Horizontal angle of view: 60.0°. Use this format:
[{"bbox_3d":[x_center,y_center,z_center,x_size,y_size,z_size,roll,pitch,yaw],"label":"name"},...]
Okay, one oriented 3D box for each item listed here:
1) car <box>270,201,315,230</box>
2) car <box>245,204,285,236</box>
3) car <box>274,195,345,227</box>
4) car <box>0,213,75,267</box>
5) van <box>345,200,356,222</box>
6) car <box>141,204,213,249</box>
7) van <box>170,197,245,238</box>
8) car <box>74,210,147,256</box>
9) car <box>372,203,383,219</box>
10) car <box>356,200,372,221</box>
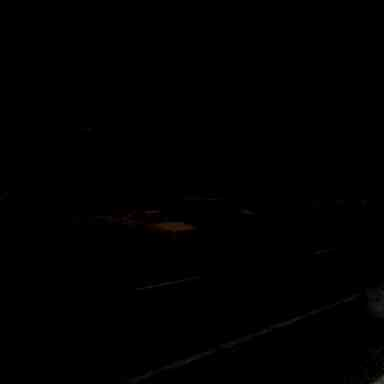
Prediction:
[{"bbox_3d":[4.543,1.498,20.229,2.163,1.488,4.792,0,0,-39],"label":"car"},{"bbox_3d":[2.498,1.518,18.598,2.002,1.452,4.674,0,0,-38],"label":"car"},{"bbox_3d":[6.599,1.206,22.020,2.435,2.045,5.566,0,0,-40],"label":"car"},{"bbox_3d":[-6.112,1.528,11.903,2.163,1.488,4.792,0,0,-36],"label":"car"},{"bbox_3d":[8.791,1.214,23.680,1.878,1.987,4.442,0,0,-40],"label":"van"},{"bbox_3d":[-1.664,1.489,15.077,1.946,1.575,5.366,0,0,-37],"label":"car"},{"bbox_3d":[0.302,1.261,16.999,1.878,1.987,4.442,0,0,-38],"label":"van"},{"bbox_3d":[-3.945,1.537,13.567,2.002,1.452,4.674,0,0,-37],"label":"car"},{"bbox_3d":[12.939,1.406,27.312,2.231,1.521,4.892,-1,0,-40],"label":"car"},{"bbox_3d":[10.806,1.298,25.567,2.185,1.767,4.553,0,0,-40],"label":"car"}]
